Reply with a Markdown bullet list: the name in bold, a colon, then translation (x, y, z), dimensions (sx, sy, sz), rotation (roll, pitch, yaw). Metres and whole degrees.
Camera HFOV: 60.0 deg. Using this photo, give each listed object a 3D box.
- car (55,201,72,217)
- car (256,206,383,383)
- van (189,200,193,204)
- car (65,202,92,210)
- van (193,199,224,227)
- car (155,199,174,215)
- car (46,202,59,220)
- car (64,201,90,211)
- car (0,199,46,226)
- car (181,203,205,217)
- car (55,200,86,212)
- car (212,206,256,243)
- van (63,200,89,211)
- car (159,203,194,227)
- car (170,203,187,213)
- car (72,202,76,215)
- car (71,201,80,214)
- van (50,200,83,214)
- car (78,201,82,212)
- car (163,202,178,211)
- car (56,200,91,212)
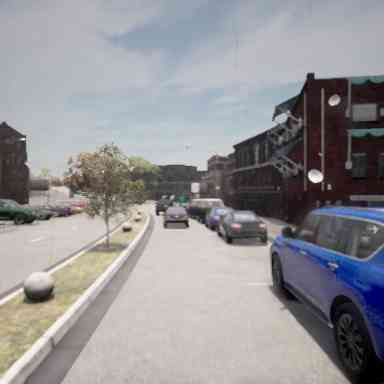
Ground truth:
- **car**: translation (-16.439, 2.106, 37.056), dimensions (4.892, 1.521, 2.231), rotation (0, -2, -8)
- **car**: translation (2.938, 1.241, 5.595), dimensions (2.435, 2.045, 5.566), rotation (0, 0, -1)
- **van**: translation (0.811, 1.686, 33.302), dimensions (1.878, 1.987, 4.442), rotation (0, -1, -7)
- **car**: translation (-22.592, 2.804, 66.366), dimensions (4.892, 1.521, 2.231), rotation (0, -1, -14)
- **van**: translation (1.458, 1.558, 27.803), dimensions (1.878, 1.987, 4.442), rotation (0, -1, -5)
- **car**: translation (-3.581, 1.919, 42.961), dimensions (2.150, 2.045, 5.566), rotation (0, -1, -9)
- **car**: translation (-15.613, 1.979, 31.530), dimensions (4.792, 1.488, 2.163), rotation (0, -1, -7)
- **car**: translation (-21.984, 2.623, 63.681), dimensions (4.553, 1.767, 2.185), rotation (0, -1, -14)
- **car**: translation (-14.953, 1.563, 26.112), dimensions (5.566, 2.045, 2.435), rotation (0, -1, -6)
- **car**: translation (0.077, 2.083, 38.705), dimensions (2.163, 1.488, 4.792), rotation (0, -1, -8)
- **car**: translation (-18.167, 2.384, 47.840), dimensions (5.366, 1.575, 1.946), rotation (0, -1, -11)
- **car**: translation (2.404, 1.632, 16.626), dimensions (2.002, 1.452, 4.674), rotation (0, -1, -3)
- **van**: translation (-21.196, 2.466, 61.038), dimensions (4.442, 1.987, 1.878), rotation (0, -1, -14)
- **car**: translation (-1.278, 1.812, 25.395), dimensions (2.033, 1.411, 5.357), rotation (0, -1, -6)
- **car**: translation (-2.108, 2.405, 50.869), dimensions (1.812, 1.442, 4.674), rotation (0, -1, -11)
- **car**: translation (-16.909, 2.208, 39.746), dimensions (4.792, 1.488, 2.163), rotation (0, -2, -9)
- **car**: translation (-17.313, 2.280, 42.444), dimensions (4.792, 1.488, 2.163), rotation (0, -2, -10)
- **van**: translation (-19.009, 2.228, 50.463), dimensions (4.442, 1.987, 1.878), rotation (0, -1, -12)
- **car**: translation (-17.834, 2.360, 45.124), dimensions (4.674, 1.452, 2.002), rotation (0, -1, -10)
- **car**: translation (-3.939, 2.567, 59.715), dimensions (1.882, 1.535, 5.008), rotation (0, -1, -13)
- **car**: translation (-20.690, 2.385, 58.338), dimensions (5.566, 2.045, 2.435), rotation (0, -1, -13)
